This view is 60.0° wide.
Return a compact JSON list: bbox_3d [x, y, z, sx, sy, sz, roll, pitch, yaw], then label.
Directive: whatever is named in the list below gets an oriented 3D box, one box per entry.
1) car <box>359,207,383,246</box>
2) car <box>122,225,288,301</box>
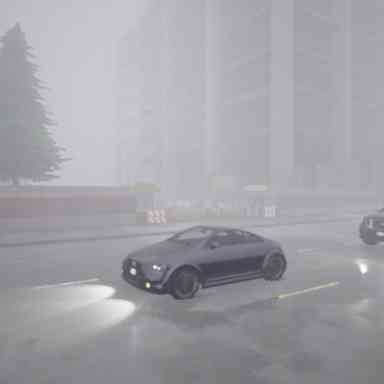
[{"bbox_3d":[9.464,1.202,14.070,5.566,2.045,2.150,-1,0,-32],"label":"car"},{"bbox_3d":[0.402,1.559,8.346,4.181,1.385,1.994,0,0,-32],"label":"car"}]
